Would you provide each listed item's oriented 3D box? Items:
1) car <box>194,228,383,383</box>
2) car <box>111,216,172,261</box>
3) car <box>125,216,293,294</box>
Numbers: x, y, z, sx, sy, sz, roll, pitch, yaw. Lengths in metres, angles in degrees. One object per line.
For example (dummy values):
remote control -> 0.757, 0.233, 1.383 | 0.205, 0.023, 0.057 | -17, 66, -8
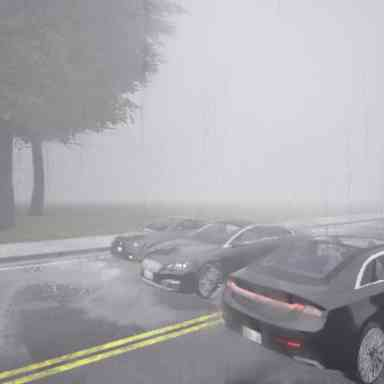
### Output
car -> 2.683, 1.466, 5.351 | 4.902, 1.511, 2.128 | 0, 0, -35
car -> -0.568, 1.535, 11.262 | 4.181, 1.385, 1.994 | 0, 0, -35
car -> 1.076, 1.464, 8.443 | 4.902, 1.511, 2.128 | 0, 0, -35
